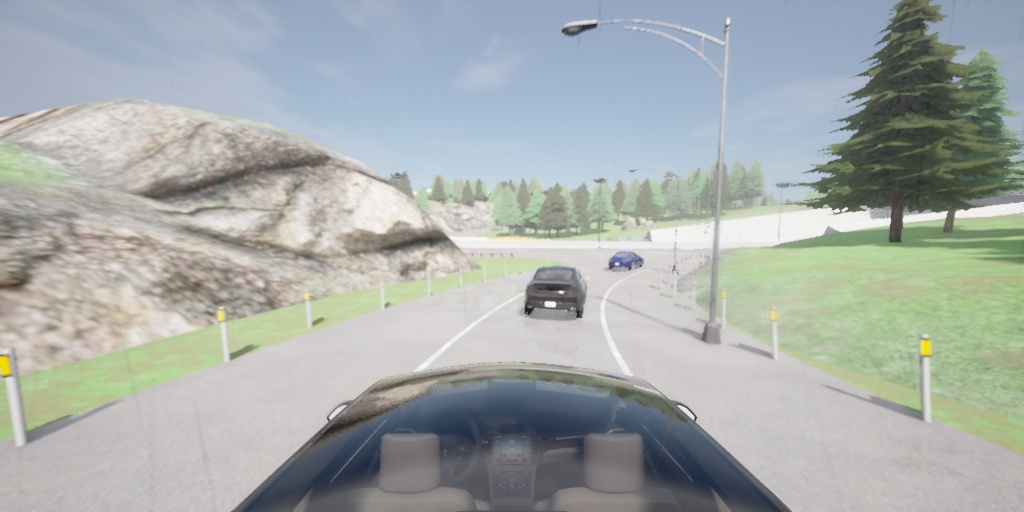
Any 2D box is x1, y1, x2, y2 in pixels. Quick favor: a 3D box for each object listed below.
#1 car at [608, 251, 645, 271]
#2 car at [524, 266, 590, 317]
[{"bbox_3d":[9.263,0.319,28.967,1.812,1.442,4.674,3,5,35],"label":"car"},{"bbox_3d":[1.655,1.084,12.636,1.837,1.490,4.892,1,2,13],"label":"car"}]
